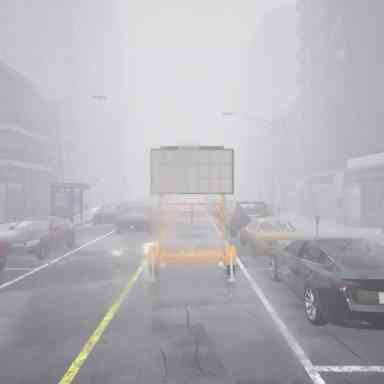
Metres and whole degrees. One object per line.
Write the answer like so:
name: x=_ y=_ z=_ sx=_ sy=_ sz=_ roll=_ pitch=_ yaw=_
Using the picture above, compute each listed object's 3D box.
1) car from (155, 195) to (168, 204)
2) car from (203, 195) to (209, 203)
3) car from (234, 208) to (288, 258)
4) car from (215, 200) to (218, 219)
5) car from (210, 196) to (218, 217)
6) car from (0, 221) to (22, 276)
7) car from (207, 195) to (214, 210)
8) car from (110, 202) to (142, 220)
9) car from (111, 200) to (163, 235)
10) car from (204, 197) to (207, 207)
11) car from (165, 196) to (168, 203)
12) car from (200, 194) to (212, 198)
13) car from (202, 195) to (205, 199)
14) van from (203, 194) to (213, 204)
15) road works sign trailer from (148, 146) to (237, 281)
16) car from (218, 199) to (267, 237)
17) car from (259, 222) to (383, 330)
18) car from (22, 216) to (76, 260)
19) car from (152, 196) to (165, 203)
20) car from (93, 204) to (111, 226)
car: x=-5.611 y=1.432 z=62.110 sx=1.967 sy=1.590 sz=4.097 roll=0 pitch=0 yaw=0
car: x=2.899 y=1.545 z=45.536 sx=2.008 sy=1.369 sz=4.403 roll=0 pitch=0 yaw=0
car: x=2.869 y=1.524 z=12.565 sx=1.752 sy=1.417 sz=4.829 roll=0 pitch=0 yaw=0
car: x=2.879 y=1.523 z=23.612 sx=1.752 sy=1.417 sz=4.829 roll=0 pitch=0 yaw=0
car: x=2.884 y=1.437 z=28.966 sx=1.967 sy=1.590 sz=4.097 roll=0 pitch=0 yaw=0
car: x=-5.663 y=1.544 z=6.860 sx=1.887 sy=1.381 sz=4.507 roll=0 pitch=0 yaw=0
car: x=2.889 y=1.436 z=34.489 sx=1.967 sy=1.590 sz=4.097 roll=0 pitch=0 yaw=0
car: x=-5.642 y=1.562 z=28.960 sx=1.947 sy=1.339 sz=4.313 roll=0 pitch=0 yaw=0
car: x=-2.984 y=1.476 z=19.086 sx=1.882 sy=1.535 sz=5.008 roll=0 pitch=0 yaw=0
car: x=2.894 y=1.546 z=40.013 sx=2.008 sy=1.369 sz=4.403 roll=0 pitch=0 yaw=0
car: x=-5.616 y=1.558 z=56.585 sx=1.947 sy=1.339 sz=4.313 roll=0 pitch=0 yaw=0
car: x=2.910 y=1.307 z=56.584 sx=2.192 sy=1.841 sz=5.009 roll=0 pitch=0 yaw=0
car: x=2.905 y=1.559 z=51.060 sx=1.947 sy=1.339 sz=4.313 roll=0 pitch=0 yaw=0
van: x=2.915 y=1.333 z=62.108 sx=1.690 sy=1.788 sz=3.998 roll=0 pitch=0 yaw=0
road works sign trailer: x=0.007 y=0.464 z=9.777 sx=2.380 sy=3.560 sz=2.880 roll=0 pitch=0 yaw=0
car: x=2.874 y=1.313 z=17.918 sx=2.192 sy=1.841 sz=5.009 roll=0 pitch=0 yaw=0
car: x=2.863 y=1.565 z=6.871 sx=1.947 sy=1.339 sz=4.313 roll=0 pitch=0 yaw=0
car: x=-5.658 y=1.581 z=12.385 sx=1.802 sy=1.307 sz=4.206 roll=0 pitch=0 yaw=0
car: x=-5.621 y=1.575 z=51.060 sx=1.802 sy=1.307 sz=4.206 roll=0 pitch=0 yaw=0
car: x=-5.647 y=1.542 z=23.435 sx=1.887 sy=1.381 sz=4.507 roll=0 pitch=0 yaw=0
